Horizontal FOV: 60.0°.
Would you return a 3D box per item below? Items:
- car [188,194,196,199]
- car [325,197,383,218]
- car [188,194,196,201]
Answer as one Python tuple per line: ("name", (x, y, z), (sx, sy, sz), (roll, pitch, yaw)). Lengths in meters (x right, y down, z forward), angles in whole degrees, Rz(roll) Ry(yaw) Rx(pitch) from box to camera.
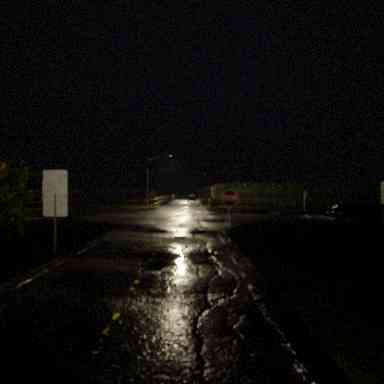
("car", (0.021, 1.193, 86.706), (1.994, 1.385, 4.181), (0, 0, 0))
("car", (14.095, 1.254, 28.911), (4.553, 1.767, 2.097), (0, 1, 5))
("car", (0.019, 1.425, 76.732), (1.895, 1.301, 4.718), (0, 0, 0))
